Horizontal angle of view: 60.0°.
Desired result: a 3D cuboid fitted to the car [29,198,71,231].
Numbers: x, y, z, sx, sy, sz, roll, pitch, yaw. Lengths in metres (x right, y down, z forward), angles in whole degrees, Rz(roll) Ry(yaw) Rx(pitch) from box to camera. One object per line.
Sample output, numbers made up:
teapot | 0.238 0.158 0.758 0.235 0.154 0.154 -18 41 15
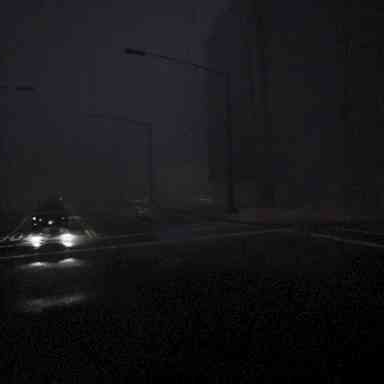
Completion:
car | -8.289 1.340 19.536 1.837 1.490 4.892 -2 1 -22

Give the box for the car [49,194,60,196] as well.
car | -15.847 1.250 38.087 2.033 1.411 5.357 -2 1 -22

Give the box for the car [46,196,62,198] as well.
car | -12.153 1.332 28.994 1.994 1.385 4.181 -2 1 -22
